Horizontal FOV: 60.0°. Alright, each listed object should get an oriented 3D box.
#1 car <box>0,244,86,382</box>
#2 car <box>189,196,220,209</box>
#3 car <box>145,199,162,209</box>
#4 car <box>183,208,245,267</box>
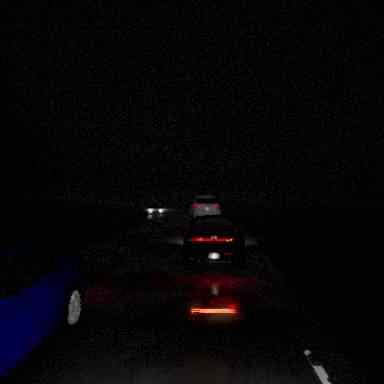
[{"bbox_3d":[-2.922,1.470,4.071,1.882,1.535,5.008,0,0,2],"label":"car"},{"bbox_3d":[1.002,1.316,27.567,2.150,2.045,5.566,0,0,-3],"label":"car"},{"bbox_3d":[-5.786,1.742,50.202,1.812,1.442,4.674,0,-1,-16],"label":"car"},{"bbox_3d":[0.762,1.522,11.555,1.837,1.490,4.892,0,0,4],"label":"car"}]
